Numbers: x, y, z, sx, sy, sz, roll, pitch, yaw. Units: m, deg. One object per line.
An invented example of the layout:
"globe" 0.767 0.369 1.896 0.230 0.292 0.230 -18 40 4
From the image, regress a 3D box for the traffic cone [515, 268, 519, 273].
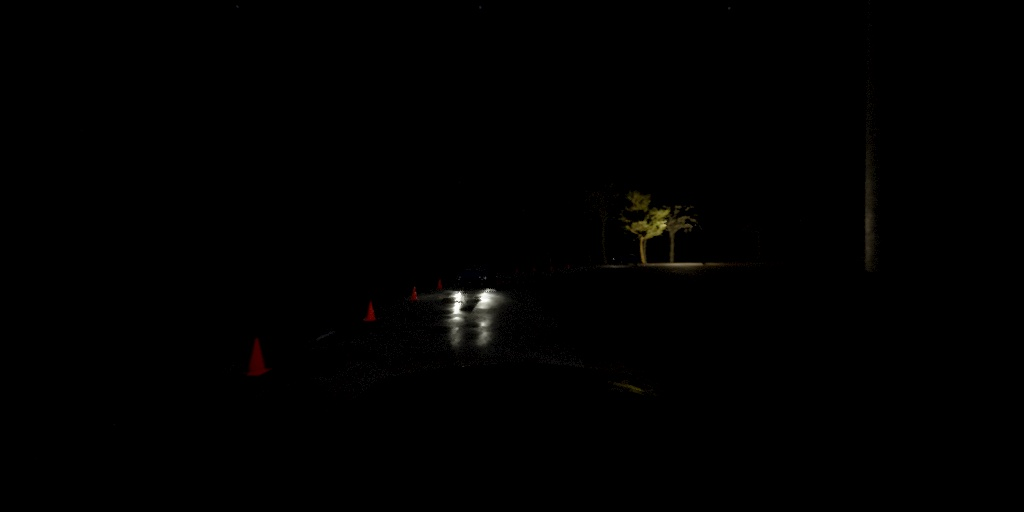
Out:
"traffic cone" 0.545 1.629 41.503 0.340 0.580 0.340 0 0 24

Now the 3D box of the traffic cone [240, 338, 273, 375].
"traffic cone" -4.382 1.702 6.161 0.340 0.580 0.340 0 0 0

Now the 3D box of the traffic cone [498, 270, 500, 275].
"traffic cone" -1.335 1.640 36.637 0.340 0.580 0.340 0 0 19

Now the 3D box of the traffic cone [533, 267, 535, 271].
"traffic cone" 2.846 1.619 46.186 0.340 0.580 0.340 0 0 29

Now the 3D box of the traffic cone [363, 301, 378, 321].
"traffic cone" -4.396 1.693 11.161 0.340 0.580 0.340 0 0 0

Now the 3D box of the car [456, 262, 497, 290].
"car" -2.142 1.191 22.576 1.882 1.535 5.008 0 0 6

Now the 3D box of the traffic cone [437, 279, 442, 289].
"traffic cone" -4.311 1.673 21.313 0.340 0.580 0.340 0 0 3

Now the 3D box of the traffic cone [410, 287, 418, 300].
"traffic cone" -4.410 1.683 16.161 0.340 0.580 0.340 0 0 0
